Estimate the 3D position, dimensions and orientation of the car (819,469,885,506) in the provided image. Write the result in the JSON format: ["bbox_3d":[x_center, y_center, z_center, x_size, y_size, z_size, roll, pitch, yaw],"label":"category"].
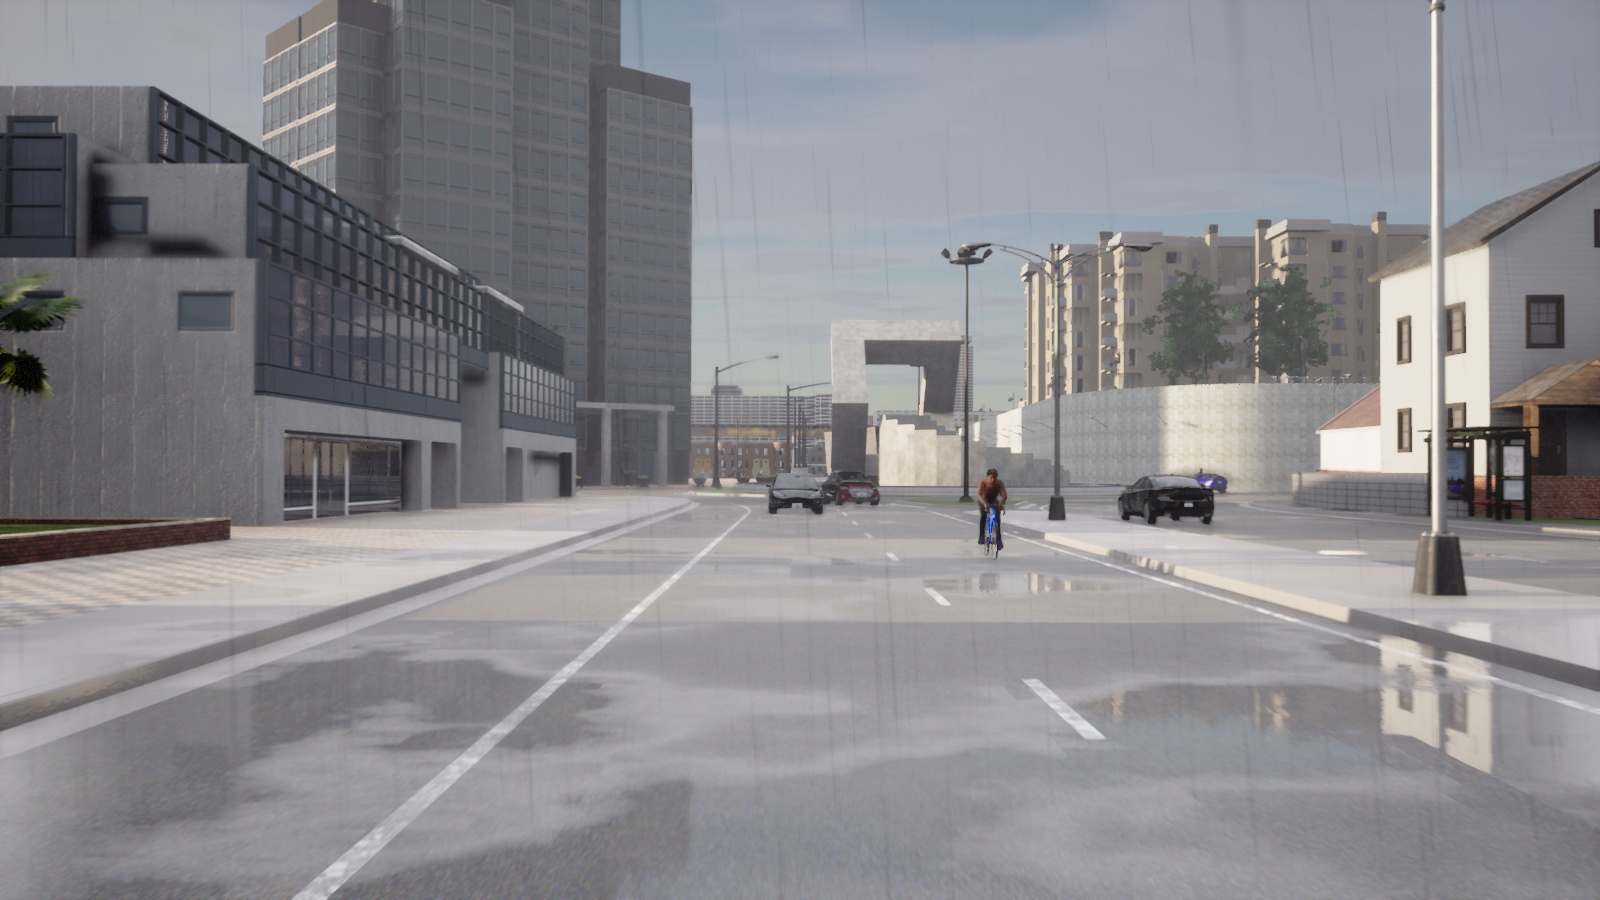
[{"bbox_3d":[2.339,1.706,58.007,2.033,1.649,4.856,0,-1,-10],"label":"car"}]

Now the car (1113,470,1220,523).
[{"bbox_3d":[11.403,1.407,39.451,1.882,1.535,5.008,0,-1,0],"label":"car"}]

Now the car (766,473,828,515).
[{"bbox_3d":[-0.169,1.600,46.887,2.163,1.488,4.792,0,-1,-2],"label":"car"}]

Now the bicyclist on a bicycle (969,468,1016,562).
[{"bbox_3d":[3.444,1.132,22.602,0.582,1.620,1.656,0,-1,0],"label":"bicyclist on a bicycle"}]
